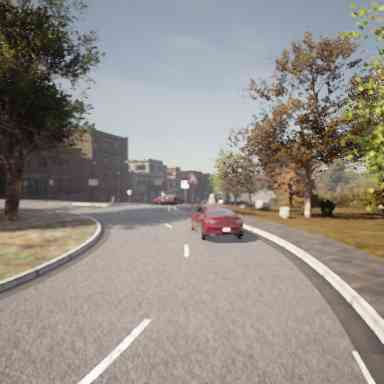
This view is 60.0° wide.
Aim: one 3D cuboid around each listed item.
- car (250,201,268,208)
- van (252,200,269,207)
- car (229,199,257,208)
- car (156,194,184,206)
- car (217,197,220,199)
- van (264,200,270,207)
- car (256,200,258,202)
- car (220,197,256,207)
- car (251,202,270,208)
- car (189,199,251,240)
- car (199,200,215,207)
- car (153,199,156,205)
[{"bbox_3d":[17.757,3.200,88.091,4.553,1.767,2.185,0,-2,18],"label":"car"},{"bbox_3d":[19.298,3.286,93.252,4.442,1.987,1.878,0,-2,18],"label":"van"},{"bbox_3d":[9.466,2.130,61.706,4.892,1.521,2.231,0,-3,18],"label":"car"},{"bbox_3d":[-2.299,1.005,41.565,2.033,1.411,5.357,0,-2,14],"label":"car"},{"bbox_3d":[6.323,2.173,70.162,2.150,2.045,5.566,0,-3,18],"label":"car"},{"bbox_3d":[17.032,2.992,85.301,4.442,1.987,1.878,0,-2,18],"label":"van"},{"bbox_3d":[8.627,1.992,59.087,5.008,1.535,2.097,0,-3,18],"label":"car"},{"bbox_3d":[7.798,1.854,56.464,4.892,1.521,2.231,0,-3,18],"label":"car"},{"bbox_3d":[18.569,3.419,90.583,4.892,1.521,2.231,0,-2,18],"label":"car"},{"bbox_3d":[1.029,1.289,15.600,1.812,1.442,4.674,0,1,-9],"label":"car"},{"bbox_3d":[3.210,2.449,71.102,2.128,1.511,4.902,0,-3,18],"label":"car"},{"bbox_3d":[-3.847,1.318,47.951,1.895,1.301,4.718,0,-3,16],"label":"car"}]
